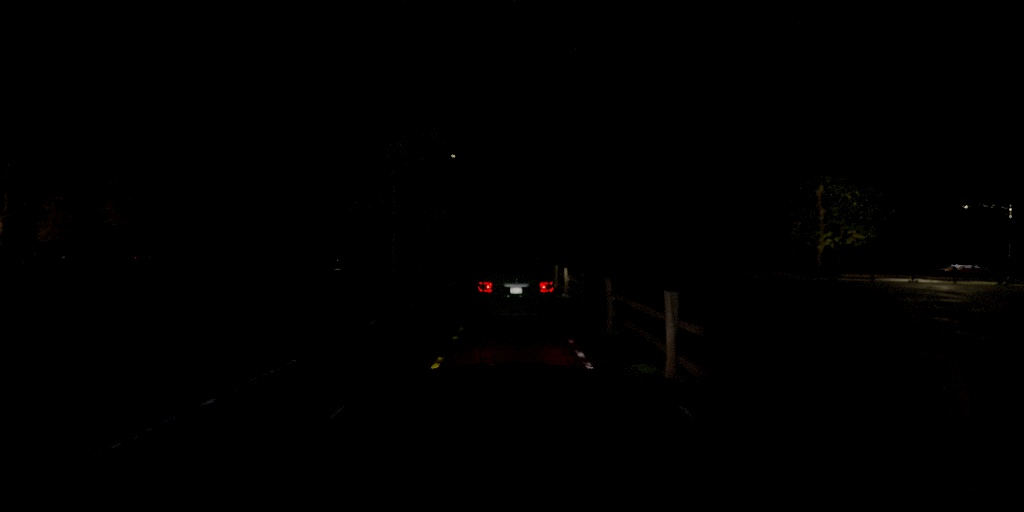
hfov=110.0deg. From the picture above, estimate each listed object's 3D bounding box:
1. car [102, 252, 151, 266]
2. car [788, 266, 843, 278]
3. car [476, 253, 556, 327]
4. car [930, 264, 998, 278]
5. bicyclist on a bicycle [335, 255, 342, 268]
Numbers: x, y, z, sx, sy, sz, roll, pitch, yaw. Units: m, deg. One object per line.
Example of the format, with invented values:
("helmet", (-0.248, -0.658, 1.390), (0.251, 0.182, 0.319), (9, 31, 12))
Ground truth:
("car", (-46.646, 0.235, 43.420), (4.553, 1.767, 2.097), (1, 0, 3))
("car", (33.796, 1.727, 40.105), (4.718, 1.301, 1.895), (1, 0, 2))
("car", (0.103, 0.936, 11.583), (2.150, 2.045, 5.566), (0, 0, 0))
("car", (49.547, 1.549, 39.349), (5.357, 1.411, 2.033), (1, 0, 2))
("bicyclist on a bicycle", (-21.978, 0.717, 45.471), (0.582, 1.620, 1.656), (1, 0, 2))
